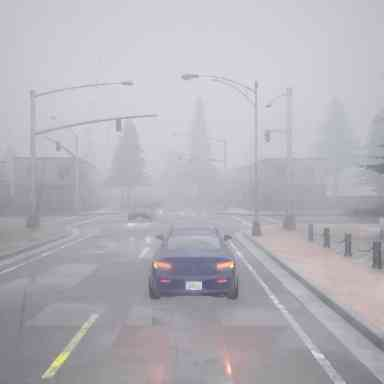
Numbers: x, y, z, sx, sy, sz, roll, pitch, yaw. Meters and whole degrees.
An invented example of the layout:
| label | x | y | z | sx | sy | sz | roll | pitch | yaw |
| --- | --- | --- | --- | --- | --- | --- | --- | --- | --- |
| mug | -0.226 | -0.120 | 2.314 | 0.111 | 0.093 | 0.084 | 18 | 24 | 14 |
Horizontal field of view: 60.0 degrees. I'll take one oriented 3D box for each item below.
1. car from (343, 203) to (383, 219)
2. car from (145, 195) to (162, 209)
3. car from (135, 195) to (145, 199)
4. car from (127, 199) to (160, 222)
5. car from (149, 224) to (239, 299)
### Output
| label | x | y | z | sx | sy | sz | roll | pitch | yaw |
| --- | --- | --- | --- | --- | --- | --- | --- | --- | --- |
| car | 15.459 | 1.585 | 28.173 | 4.718 | 1.301 | 1.895 | 0 | 0 | 2 |
| car | -5.165 | 1.443 | 45.589 | 1.882 | 1.535 | 5.008 | 0 | 0 | -8 |
| car | -9.036 | 1.317 | 60.467 | 2.097 | 1.767 | 4.553 | 0 | 0 | -23 |
| car | -3.940 | 1.530 | 26.690 | 2.033 | 1.411 | 5.357 | 0 | 0 | -3 |
| car | 0.045 | 1.526 | 8.305 | 1.812 | 1.442 | 4.674 | 0 | 0 | 0 |
